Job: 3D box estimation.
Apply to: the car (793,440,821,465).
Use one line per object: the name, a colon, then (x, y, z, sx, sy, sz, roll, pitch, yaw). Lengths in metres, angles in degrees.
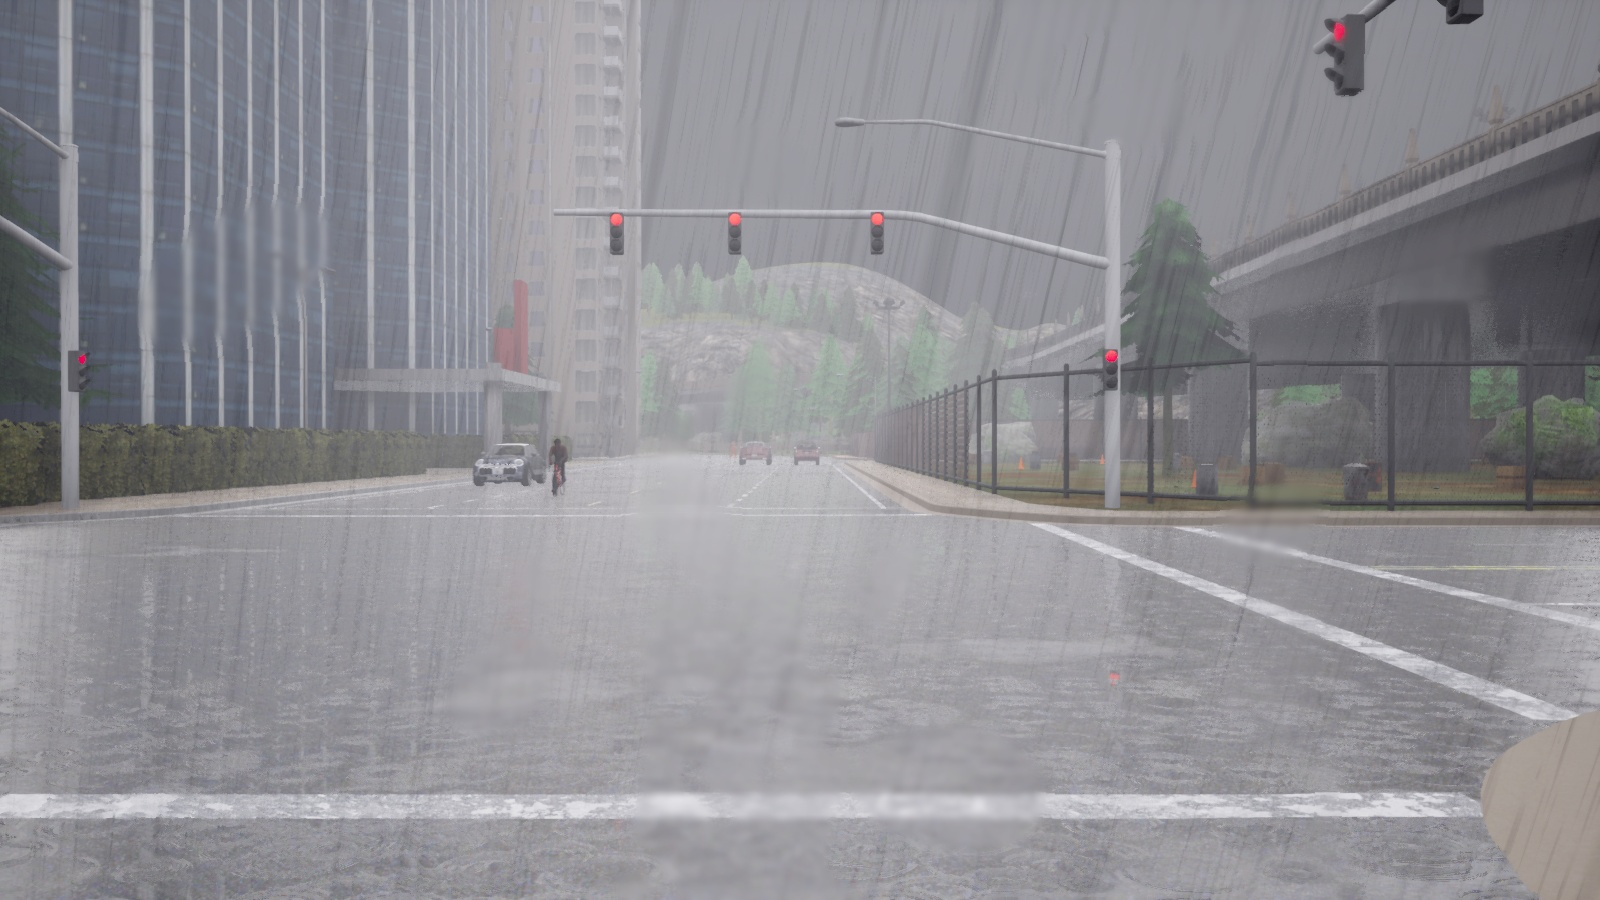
car: (0.474, 0.158, 86.290, 1.851, 1.617, 3.988, 0, 0, 0)

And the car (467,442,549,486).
car: (-10.253, 0.453, 44.353, 1.970, 1.475, 3.806, 0, 0, 0)

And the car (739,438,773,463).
car: (-3.031, 0.034, 86.716, 2.152, 1.651, 5.027, 0, 0, 0)

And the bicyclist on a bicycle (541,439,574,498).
bicyclist on a bicycle: (-6.801, 0.495, 35.289, 0.582, 1.620, 1.656, 0, 1, 0)
